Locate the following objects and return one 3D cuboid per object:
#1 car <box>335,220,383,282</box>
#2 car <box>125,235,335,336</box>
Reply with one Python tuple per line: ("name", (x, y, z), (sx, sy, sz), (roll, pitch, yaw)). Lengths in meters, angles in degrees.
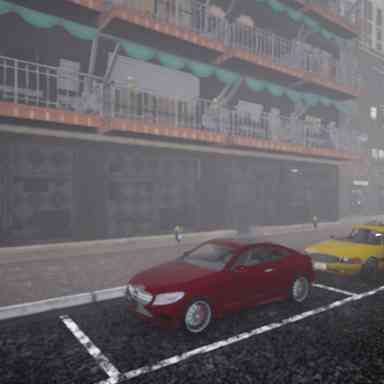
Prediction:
("car", (5.225, 1.554, 9.819), (4.829, 1.417, 1.752), (0, 0, -35))
("car", (0.771, 1.595, 6.643), (4.206, 1.307, 1.802), (0, 0, -35))
